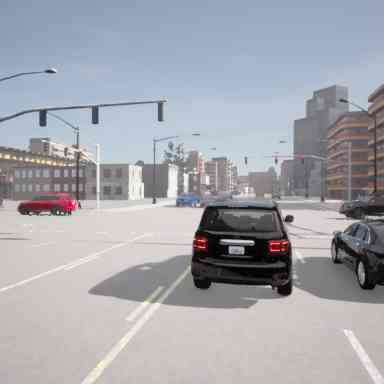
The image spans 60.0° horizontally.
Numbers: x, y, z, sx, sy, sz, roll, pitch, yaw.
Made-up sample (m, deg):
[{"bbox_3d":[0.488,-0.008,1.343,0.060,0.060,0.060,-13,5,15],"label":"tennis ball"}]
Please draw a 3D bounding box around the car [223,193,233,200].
[{"bbox_3d":[8.084,0.925,74.198,1.812,1.442,4.674,0,1,11],"label":"car"}]

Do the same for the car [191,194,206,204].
[{"bbox_3d":[1.159,1.217,57.940,1.837,1.490,4.892,0,1,11],"label":"car"}]

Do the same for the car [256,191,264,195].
[{"bbox_3d":[17.423,0.558,85.141,2.097,1.767,4.553,0,1,11],"label":"car"}]

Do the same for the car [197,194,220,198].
[{"bbox_3d":[2.328,1.381,46.057,1.837,1.490,4.892,0,1,11],"label":"car"}]

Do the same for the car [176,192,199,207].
[{"bbox_3d":[-0.753,1.079,48.463,2.150,2.045,5.566,0,1,12],"label":"car"}]

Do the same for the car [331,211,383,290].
[{"bbox_3d":[5.095,1.505,8.918,1.837,1.490,4.892,0,0,11],"label":"car"}]

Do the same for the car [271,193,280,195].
[{"bbox_3d":[19.296,0.864,76.697,2.033,1.411,5.357,0,1,11],"label":"car"}]

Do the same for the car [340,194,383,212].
[{"bbox_3d":[14.932,1.208,26.729,5.566,2.045,2.150,1,0,6],"label":"car"}]

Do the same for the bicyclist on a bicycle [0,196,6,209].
[{"bbox_3d":[-23.840,1.303,41.444,0.582,1.620,1.656,0,0,10],"label":"bicyclist on a bicycle"}]

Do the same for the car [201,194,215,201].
[{"bbox_3d":[3.297,1.074,68.204,2.033,1.411,5.357,0,1,12],"label":"car"}]

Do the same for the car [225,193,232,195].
[{"bbox_3d":[6.034,1.091,64.244,1.837,1.490,4.892,0,1,12],"label":"car"}]

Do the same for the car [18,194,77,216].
[{"bbox_3d":[-13.959,1.221,32.262,5.566,2.045,2.150,0,0,10],"label":"car"}]

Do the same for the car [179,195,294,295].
[{"bbox_3d":[1.534,1.221,9.038,2.150,2.045,5.566,0,0,14],"label":"car"}]
